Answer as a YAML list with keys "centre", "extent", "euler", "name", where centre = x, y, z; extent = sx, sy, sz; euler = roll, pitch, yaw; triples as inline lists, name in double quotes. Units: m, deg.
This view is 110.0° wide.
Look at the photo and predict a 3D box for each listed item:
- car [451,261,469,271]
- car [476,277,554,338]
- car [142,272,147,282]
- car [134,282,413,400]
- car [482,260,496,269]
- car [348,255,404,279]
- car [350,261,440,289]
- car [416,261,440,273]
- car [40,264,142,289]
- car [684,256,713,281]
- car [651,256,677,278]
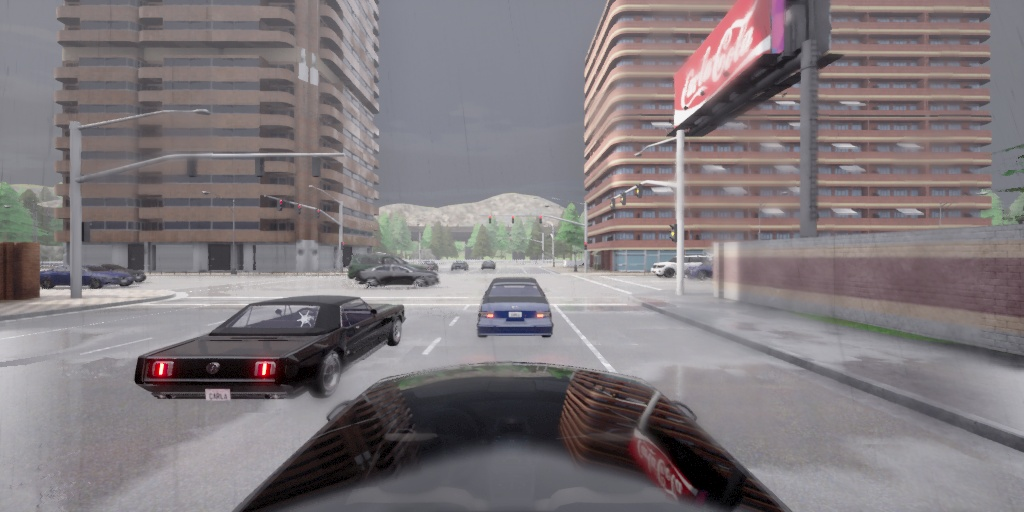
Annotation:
- centre: [-7.141, 1.314, 49.394]
  extent: [1.994, 1.385, 4.181]
  euler: [0, 0, 1]
  name: "car"
- centre: [0.065, 1.297, 10.176]
  extent: [2.033, 1.411, 5.357]
  euler: [0, 0, 0]
  name: "car"
- centre: [-29.149, 1.276, 25.711]
  extent: [4.674, 1.442, 1.812]
  euler: [0, 0, -1]
  name: "car"
- centre: [-3.450, 1.351, 6.453]
  extent: [1.895, 1.301, 4.718]
  euler: [0, 0, 0]
  name: "car"
- centre: [-3.513, 1.313, 54.848]
  extent: [1.994, 1.385, 4.181]
  euler: [0, 0, 0]
  name: "car"
- centre: [-8.854, 0.970, 25.839]
  extent: [5.566, 2.045, 2.150]
  euler: [0, 0, 0]
  name: "car"
- centre: [-7.012, 1.243, 22.352]
  extent: [4.902, 1.511, 2.128]
  euler: [0, 0, 0]
  name: "car"
- centre: [-10.654, 1.314, 45.574]
  extent: [1.994, 1.385, 4.181]
  euler: [0, 0, 1]
  name: "car"
- centre: [-26.423, 1.277, 22.232]
  extent: [4.674, 1.442, 1.812]
  euler: [1, 0, -1]
  name: "car"
- centre: [16.701, 1.102, 29.727]
  extent: [4.553, 1.767, 2.097]
  euler: [0, 0, 0]
  name: "car"
- centre: [15.862, 0.972, 33.222]
  extent: [5.566, 2.045, 2.150]
  euler: [0, 0, 0]
  name: "car"
